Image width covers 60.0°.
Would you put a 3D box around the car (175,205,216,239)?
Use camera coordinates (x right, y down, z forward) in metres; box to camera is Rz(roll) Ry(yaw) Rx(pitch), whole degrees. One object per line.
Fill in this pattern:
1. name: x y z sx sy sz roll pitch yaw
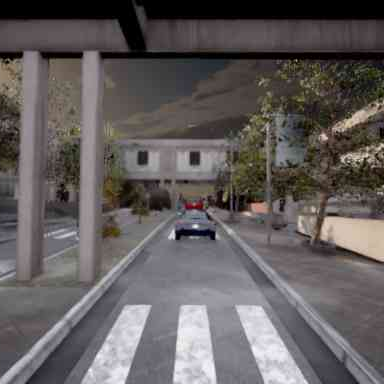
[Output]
1. car: 0.170 1.561 17.218 1.994 1.385 4.181 0 0 0

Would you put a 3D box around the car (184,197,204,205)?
1. car: 0.255 1.585 40.604 2.150 2.045 5.566 0 -1 0
